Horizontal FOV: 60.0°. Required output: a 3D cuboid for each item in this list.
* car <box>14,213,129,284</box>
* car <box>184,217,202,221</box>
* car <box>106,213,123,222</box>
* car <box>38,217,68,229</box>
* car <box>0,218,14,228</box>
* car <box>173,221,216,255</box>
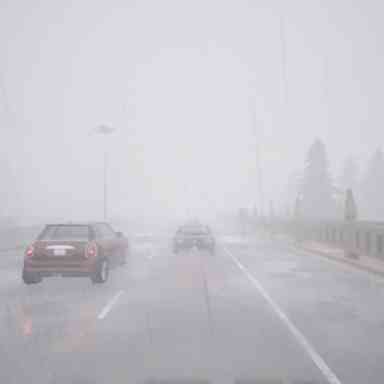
[{"bbox_3d":[-3.396,1.678,10.661,2.097,1.767,4.553,0,-3,0],"label":"car"},{"bbox_3d":[0.113,3.476,36.414,1.812,1.442,4.674,0,-3,0],"label":"car"},{"bbox_3d":[-13.980,4.574,60.120,1.837,1.490,4.892,0,-4,0],"label":"car"},{"bbox_3d":[-17.502,3.885,42.220,1.994,1.385,4.181,0,-4,0],"label":"car"},{"bbox_3d":[-21.002,3.499,36.406,2.033,1.411,5.357,0,-4,0],"label":"car"},{"bbox_3d":[0.106,2.285,16.525,1.895,1.301,4.718,0,-4,0],"label":"car"}]
